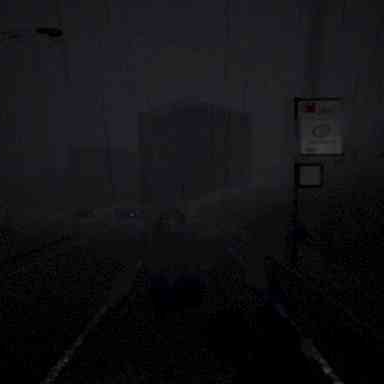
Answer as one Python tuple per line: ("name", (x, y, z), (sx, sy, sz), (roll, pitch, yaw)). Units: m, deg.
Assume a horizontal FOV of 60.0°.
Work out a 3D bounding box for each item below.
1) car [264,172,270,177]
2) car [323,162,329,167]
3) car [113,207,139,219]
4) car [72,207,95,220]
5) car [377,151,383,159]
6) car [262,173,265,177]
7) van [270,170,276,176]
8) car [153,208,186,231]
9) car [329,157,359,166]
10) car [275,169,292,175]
("car", (20.678, -4.055, 85.179), (2.002, 1.452, 4.674), (0, 0, -1))
("car", (21.391, -3.915, 51.934), (2.002, 1.452, 4.674), (0, 0, -1))
("car", (-8.016, 2.517, 40.367), (1.812, 1.442, 4.674), (0, -2, -29))
("car", (-14.193, 2.781, 43.399), (1.837, 1.490, 4.892), (0, -3, -36))
("car", (21.743, -3.851, 35.503), (2.231, 1.521, 4.892), (0, 0, -1))
("car", (20.560, -4.352, 90.666), (2.435, 2.045, 5.566), (0, 0, -1))
("van", (20.798, -4.309, 79.537), (1.878, 1.987, 4.442), (0, 0, -1))
("car", (-1.683, 1.909, 23.890), (2.128, 1.511, 4.902), (0, -1, -11))
("car", (21.508, -4.047, 46.441), (2.185, 1.767, 4.553), (0, 0, -1))
("car", (20.914, -4.066, 74.142), (2.231, 1.521, 4.892), (0, 0, -1))
